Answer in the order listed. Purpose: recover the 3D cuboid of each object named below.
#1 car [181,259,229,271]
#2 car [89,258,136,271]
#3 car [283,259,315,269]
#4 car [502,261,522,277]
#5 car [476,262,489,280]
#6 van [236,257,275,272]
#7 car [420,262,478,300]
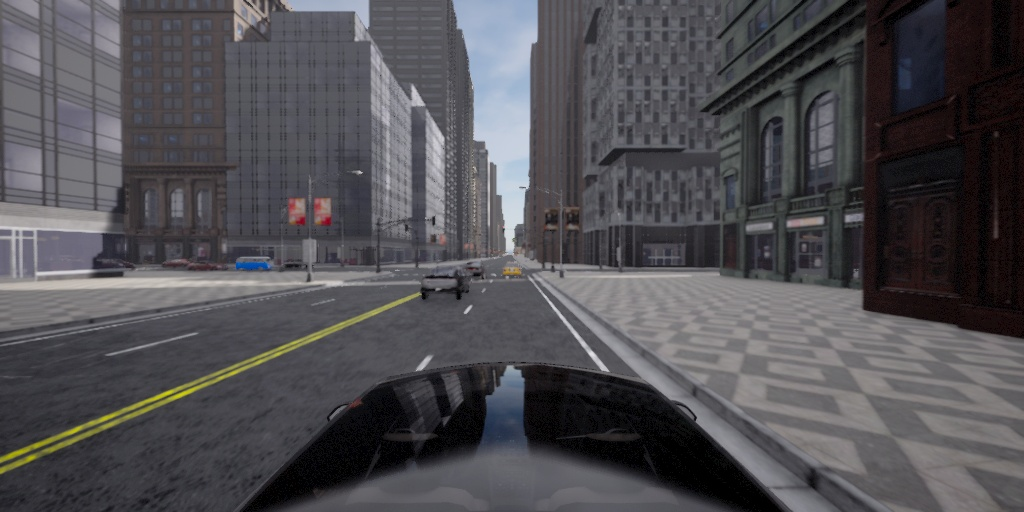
[{"bbox_3d":[-36.201,1.229,42.728,4.207,1.307,1.802,0,0,0],"label":"car"},{"bbox_3d":[-47.499,1.024,42.737,4.097,1.591,1.967,0,0,0],"label":"car"},{"bbox_3d":[-30.546,1.131,51.249,4.313,1.339,1.948,0,0,0],"label":"car"},{"bbox_3d":[0.001,1.260,35.481,1.801,1.575,5.366,0,0,0],"label":"car"},{"bbox_3d":[-3.152,1.246,30.884,1.837,1.490,4.892,0,0,0],"label":"car"},{"bbox_3d":[-30.552,1.017,42.724,3.998,1.789,1.690,0,0,0],"label":"van"},{"bbox_3d":[-3.154,1.235,17.752,2.128,1.511,4.902,0,0,0],"label":"car"}]
